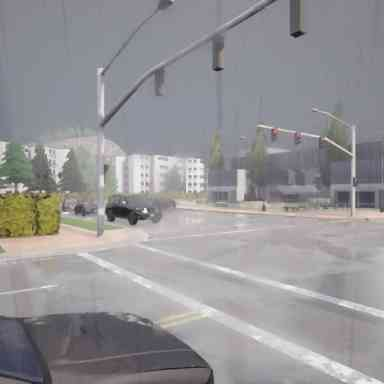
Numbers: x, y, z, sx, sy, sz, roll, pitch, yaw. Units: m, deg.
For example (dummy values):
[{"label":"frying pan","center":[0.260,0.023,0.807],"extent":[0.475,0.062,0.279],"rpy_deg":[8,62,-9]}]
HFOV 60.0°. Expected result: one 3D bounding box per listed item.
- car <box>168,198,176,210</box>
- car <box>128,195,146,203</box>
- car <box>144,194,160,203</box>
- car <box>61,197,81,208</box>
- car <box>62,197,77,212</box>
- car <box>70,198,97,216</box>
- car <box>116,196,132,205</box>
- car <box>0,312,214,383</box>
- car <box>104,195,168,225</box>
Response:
[{"label":"car","center":[-3.668,1.505,41.799],"extent":[1.837,1.490,4.892],"rpy_deg":[-1,0,-30]},{"label":"car","center":[-11.341,1.477,68.902],"extent":[1.882,1.535,5.008],"rpy_deg":[0,0,14]},{"label":"car","center":[-7.999,1.351,67.423],"extent":[2.097,1.767,4.553],"rpy_deg":[0,0,8]},{"label":"car","center":[-17.858,1.492,49.302],"extent":[2.128,1.511,4.902],"rpy_deg":[0,0,-13]},{"label":"car","center":[-14.441,1.526,39.688],"extent":[1.812,1.442,4.674],"rpy_deg":[0,0,-24]},{"label":"car","center":[-9.967,1.564,32.116],"extent":[1.994,1.385,4.181],"rpy_deg":[0,0,-34]},{"label":"car","center":[-12.025,1.491,58.870],"extent":[2.128,1.511,4.902],"rpy_deg":[0,0,-4]},{"label":"car","center":[-2.343,1.547,2.094],"extent":[5.357,1.411,2.033],"rpy_deg":[0,0,-35]},{"label":"car","center":[-4.427,1.221,24.513],"extent":[2.150,2.045,5.566],"rpy_deg":[0,0,-40]}]
